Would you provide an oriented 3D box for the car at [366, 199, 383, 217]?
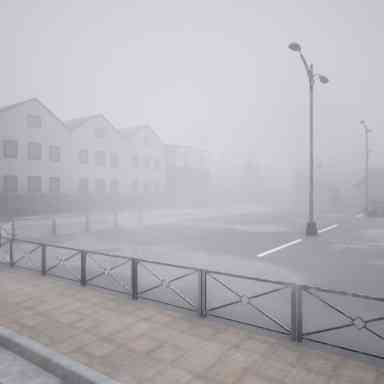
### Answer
[{"bbox_3d":[15.364,1.298,26.846,2.007,1.523,4.514,0,0,35],"label":"car"}]
